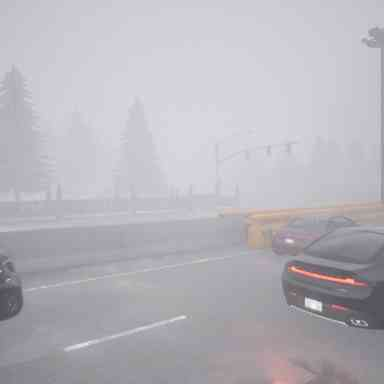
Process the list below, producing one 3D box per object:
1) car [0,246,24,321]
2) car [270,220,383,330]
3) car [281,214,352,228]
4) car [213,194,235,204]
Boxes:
[{"bbox_3d":[-5.297,1.214,4.262,5.566,2.045,2.150,1,0,-36],"label":"car"},{"bbox_3d":[3.817,1.434,6.471,4.892,1.490,1.837,-1,1,-35],"label":"car"},{"bbox_3d":[4.627,1.440,11.339,4.181,1.385,1.994,-1,1,-35],"label":"car"},{"bbox_3d":[4.738,1.022,50.124,2.128,1.511,4.902,-1,1,-35],"label":"car"}]
